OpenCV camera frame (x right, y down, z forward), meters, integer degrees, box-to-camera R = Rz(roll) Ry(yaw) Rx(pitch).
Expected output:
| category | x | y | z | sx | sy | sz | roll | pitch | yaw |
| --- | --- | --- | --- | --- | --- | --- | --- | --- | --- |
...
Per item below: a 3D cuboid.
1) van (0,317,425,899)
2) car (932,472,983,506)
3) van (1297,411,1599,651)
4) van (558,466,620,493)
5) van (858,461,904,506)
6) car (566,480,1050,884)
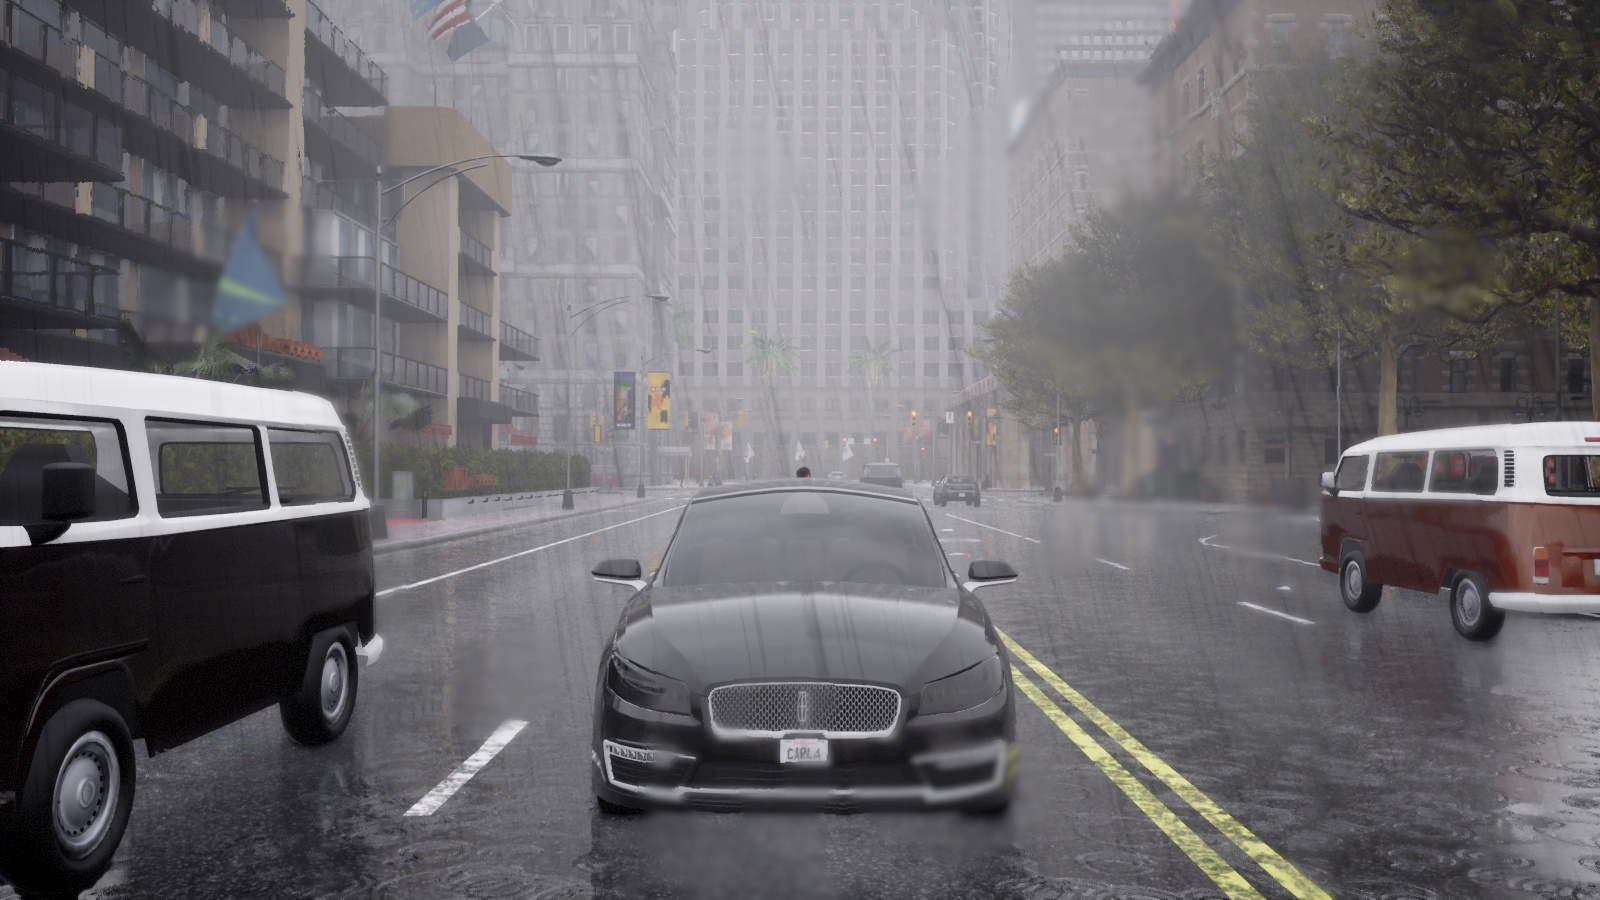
| category | x | y | z | sx | sy | sz | roll | pitch | yaw |
| --- | --- | --- | --- | --- | --- | --- | --- | --- | --- |
| van | -3.470 | 0.650 | 5.862 | 2.069 | 2.038 | 4.480 | 0 | -1 | 0 |
| car | 7.152 | 1.760 | 57.314 | 1.816 | 1.474 | 4.193 | 0 | -1 | 0 |
| van | 7.046 | 0.726 | 12.933 | 2.069 | 2.038 | 4.480 | 0 | -1 | 0 |
| van | -15.659 | 2.192 | 93.451 | 4.442 | 1.987 | 1.775 | 0 | -1 | -6 |
| van | 3.651 | 1.511 | 57.183 | 1.775 | 1.987 | 4.442 | 0 | -1 | 0 |
| car | 0.033 | 0.940 | 7.223 | 1.837 | 1.490 | 4.892 | 0 | -1 | 0 |
